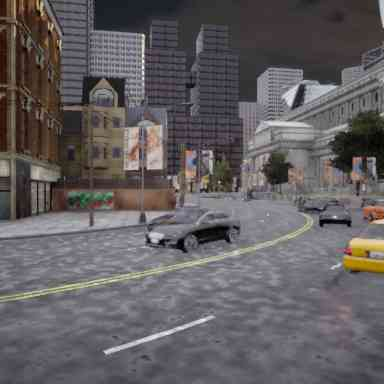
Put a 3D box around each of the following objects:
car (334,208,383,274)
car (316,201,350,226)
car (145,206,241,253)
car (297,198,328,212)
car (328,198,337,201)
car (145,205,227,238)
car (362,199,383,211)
[{"bbox_3d":[5.977,1.452,9.729,1.801,1.575,5.366,0,0,40],"label":"car"},{"bbox_3d":[9.851,1.552,22.975,1.994,1.385,4.181,0,0,23],"label":"car"},{"bbox_3d":[0.217,1.481,13.805,2.128,1.511,4.902,0,0,39],"label":"car"},{"bbox_3d":[13.455,1.526,38.194,2.033,1.411,5.357,0,0,5],"label":"car"},{"bbox_3d":[17.049,1.468,42.241,2.128,1.511,4.902,0,0,0],"label":"car"},{"bbox_3d":[-0.150,1.532,19.027,2.033,1.411,5.357,0,0,33],"label":"car"},{"bbox_3d":[14.381,1.342,25.275,2.097,1.767,4.553,0,0,19],"label":"car"}]
